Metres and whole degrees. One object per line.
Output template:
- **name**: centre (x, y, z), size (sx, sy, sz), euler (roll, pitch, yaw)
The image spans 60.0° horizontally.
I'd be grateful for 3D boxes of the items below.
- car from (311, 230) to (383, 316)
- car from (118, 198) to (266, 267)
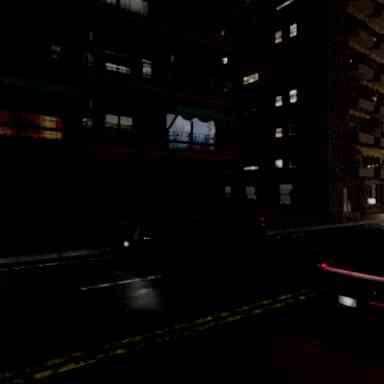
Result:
- **car**: centre (4.409, 1.515, 6.674), size (4.902, 1.511, 2.128), euler (0, 0, -36)
- **car**: centre (0.208, 1.245, 11.882), size (5.566, 2.045, 2.150), euler (0, 0, -36)
